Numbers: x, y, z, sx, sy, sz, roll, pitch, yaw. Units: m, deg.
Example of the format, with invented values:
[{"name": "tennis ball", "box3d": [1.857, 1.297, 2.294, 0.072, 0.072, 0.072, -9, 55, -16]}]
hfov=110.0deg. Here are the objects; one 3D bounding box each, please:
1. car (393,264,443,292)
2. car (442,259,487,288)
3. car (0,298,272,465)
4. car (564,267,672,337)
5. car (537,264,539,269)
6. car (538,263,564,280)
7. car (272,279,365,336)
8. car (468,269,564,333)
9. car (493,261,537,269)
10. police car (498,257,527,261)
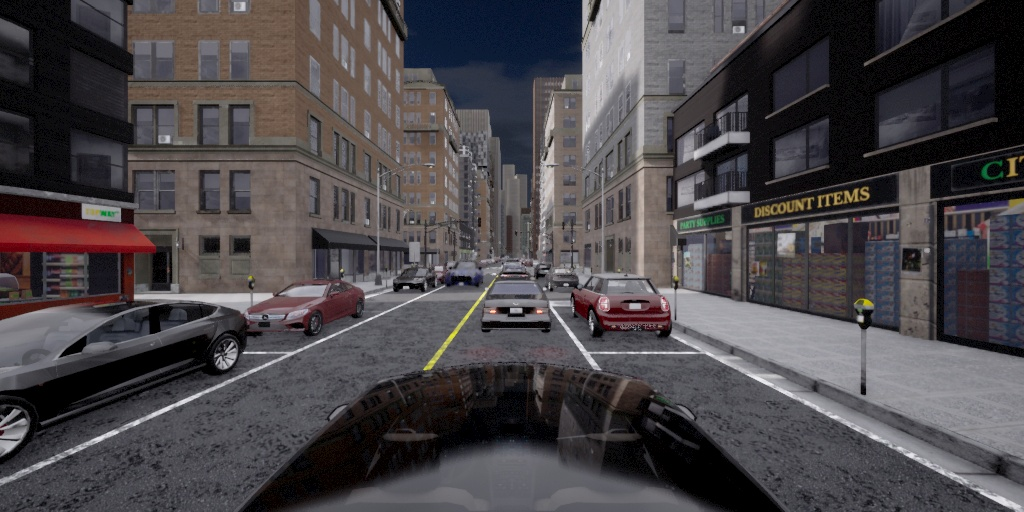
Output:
[{"name": "car", "box3d": [-5.635, 1.316, 21.291, 1.948, 1.339, 4.313, 0, 0, 0]}, {"name": "car", "box3d": [-3.037, 1.103, 23.792, 2.097, 1.767, 4.553, 0, 0, 0]}, {"name": "car", "box3d": [-5.666, 1.315, 4.787, 1.948, 1.339, 4.313, 0, 0, 0]}, {"name": "car", "box3d": [2.870, 1.190, 10.272, 1.967, 1.591, 4.097, 0, 0, 0]}, {"name": "car", "box3d": [2.911, 1.319, 32.277, 1.948, 1.339, 4.313, 0, 0, 0]}, {"name": "car", "box3d": [2.890, 1.301, 21.275, 2.007, 1.370, 4.403, 0, 0, 0]}, {"name": "car", "box3d": [-5.656, 1.332, 10.288, 1.802, 1.307, 4.207, 0, 0, 0]}, {"name": "car", "box3d": [0.111, 1.297, 10.743, 2.033, 1.411, 5.357, 0, 0, 0]}, {"name": "car", "box3d": [0.132, 1.242, 21.266, 2.128, 1.511, 4.902, 0, 0, 0]}, {"name": "police car", "box3d": [0.051, 1.178, 31.286, 1.930, 1.638, 5.238, 0, 0, 0]}]
